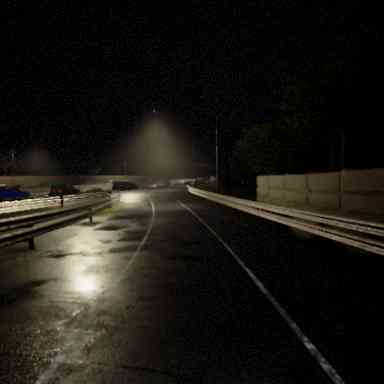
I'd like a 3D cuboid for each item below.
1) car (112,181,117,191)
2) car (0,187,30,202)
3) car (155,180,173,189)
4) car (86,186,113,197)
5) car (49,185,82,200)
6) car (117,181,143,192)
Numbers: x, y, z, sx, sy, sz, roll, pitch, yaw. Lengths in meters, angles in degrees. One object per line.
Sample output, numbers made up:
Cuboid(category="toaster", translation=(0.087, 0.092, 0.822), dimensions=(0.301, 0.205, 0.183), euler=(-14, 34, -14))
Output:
Cuboid(category="car", translation=(-15.713, -1.367, 73.998), dimensions=(2.150, 2.045, 5.566), euler=(0, 3, 14))
Cuboid(category="car", translation=(-23.672, 0.304, 43.052), dimensions=(2.150, 2.045, 5.566), euler=(0, 3, 14))
Cuboid(category="car", translation=(-6.955, -1.421, 79.961), dimensions=(2.033, 1.411, 5.357), euler=(0, 3, 14))
Cuboid(category="car", translation=(-14.416, 0.131, 50.943), dimensions=(1.812, 1.442, 4.674), euler=(0, 3, 14))
Cuboid(category="car", translation=(-18.541, -0.044, 48.949), dimensions=(2.150, 2.045, 5.566), euler=(0, 3, 14))
Cuboid(category="car", translation=(-13.071, -1.188, 70.221), dimensions=(2.150, 2.045, 5.566), euler=(0, 3, 14))
